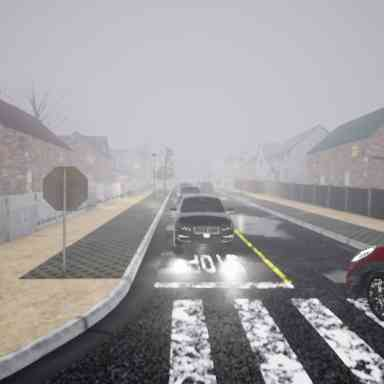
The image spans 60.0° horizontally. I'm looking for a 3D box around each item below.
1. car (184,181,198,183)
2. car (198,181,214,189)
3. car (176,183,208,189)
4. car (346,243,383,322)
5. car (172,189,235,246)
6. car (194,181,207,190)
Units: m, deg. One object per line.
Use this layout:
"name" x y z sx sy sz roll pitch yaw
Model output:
"car" -0.637 -0.241 35.665 1.837 1.490 4.892 0 3 -2
"car" 1.867 -0.731 46.134 1.882 1.535 5.008 0 3 -2
"car" -0.155 0.330 23.484 1.837 1.490 4.892 0 3 -2
"car" 4.479 1.134 4.285 2.097 1.767 4.553 -1 4 -33
"car" 0.318 0.870 11.907 1.837 1.490 4.892 0 3 -2
"car" 1.441 -1.165 56.468 1.812 1.442 4.674 0 3 -3
